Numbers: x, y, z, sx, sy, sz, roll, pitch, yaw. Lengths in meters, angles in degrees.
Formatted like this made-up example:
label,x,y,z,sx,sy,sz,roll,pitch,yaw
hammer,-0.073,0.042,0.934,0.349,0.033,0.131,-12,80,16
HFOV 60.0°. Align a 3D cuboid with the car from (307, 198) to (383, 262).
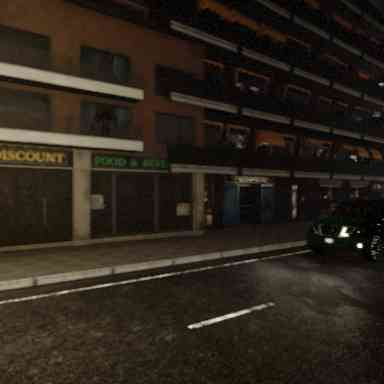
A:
label,x,y,z,sx,sy,sz,roll,pitch,yaw
car,6.774,1.282,12.774,5.566,2.045,2.150,0,0,-37
